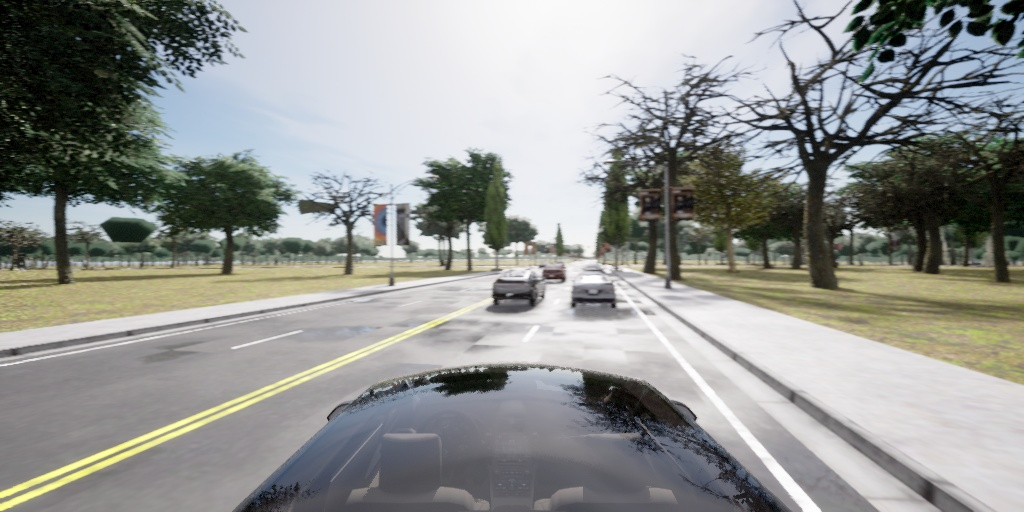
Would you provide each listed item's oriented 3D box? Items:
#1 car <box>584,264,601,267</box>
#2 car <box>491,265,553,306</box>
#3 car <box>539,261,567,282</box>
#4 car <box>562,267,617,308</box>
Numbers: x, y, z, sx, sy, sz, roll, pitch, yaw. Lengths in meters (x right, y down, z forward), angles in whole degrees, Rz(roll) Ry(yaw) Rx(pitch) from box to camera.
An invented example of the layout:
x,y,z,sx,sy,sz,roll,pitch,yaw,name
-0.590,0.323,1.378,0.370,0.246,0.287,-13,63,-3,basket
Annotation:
x,y,z,sx,sy,sz,roll,pitch,yaw,name
6.890,1.435,30.586,1.837,1.490,4.892,-1,0,13,car
0.437,1.361,16.651,2.128,1.511,4.902,-1,0,13,car
3.755,1.449,31.450,1.882,1.535,5.008,-1,0,13,car
3.539,1.371,15.645,2.033,1.411,5.357,-1,0,13,car
